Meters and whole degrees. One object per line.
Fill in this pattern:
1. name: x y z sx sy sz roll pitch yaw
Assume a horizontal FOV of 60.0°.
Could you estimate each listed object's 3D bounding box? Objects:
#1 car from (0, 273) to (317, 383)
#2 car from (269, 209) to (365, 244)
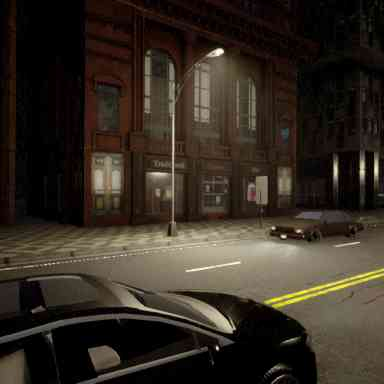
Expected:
1. car: -0.959 1.492 2.756 4.902 1.511 2.128 0 0 -35
2. car: 6.143 1.538 15.957 5.357 1.411 2.033 0 0 -35
